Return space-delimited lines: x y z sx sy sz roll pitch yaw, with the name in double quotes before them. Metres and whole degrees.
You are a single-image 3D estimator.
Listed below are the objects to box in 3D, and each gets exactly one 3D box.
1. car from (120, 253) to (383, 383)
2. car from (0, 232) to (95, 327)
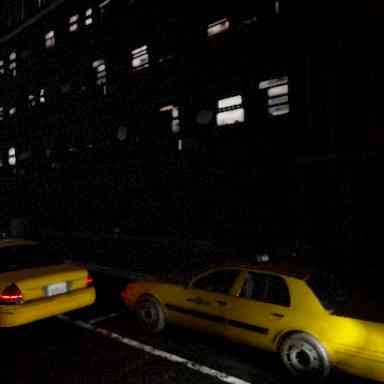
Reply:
"car" 0.867 1.685 5.454 4.829 1.417 1.752 -1 -3 37
"car" -4.316 1.642 7.144 5.366 1.575 1.801 -1 -2 37
